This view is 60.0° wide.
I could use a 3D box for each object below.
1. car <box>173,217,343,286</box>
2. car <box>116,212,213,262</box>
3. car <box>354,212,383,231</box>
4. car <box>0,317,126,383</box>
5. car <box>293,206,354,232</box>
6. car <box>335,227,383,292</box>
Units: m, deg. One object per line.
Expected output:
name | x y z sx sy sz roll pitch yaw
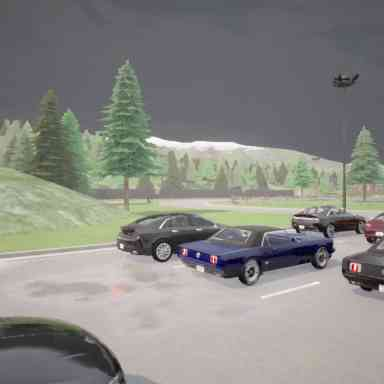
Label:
car | 2.022 1.601 9.478 4.718 1.301 1.895 0 0 -35
car | -0.290 1.505 12.129 4.892 1.490 1.837 0 0 -35
car | 9.442 1.526 14.759 4.674 1.442 1.812 0 0 -35
car | -2.753 1.492 1.782 4.902 1.511 2.128 0 0 -35
car | 7.299 1.491 17.530 4.902 1.511 2.128 0 0 -35
car | 5.596 1.601 7.726 4.718 1.301 1.895 0 0 -35
